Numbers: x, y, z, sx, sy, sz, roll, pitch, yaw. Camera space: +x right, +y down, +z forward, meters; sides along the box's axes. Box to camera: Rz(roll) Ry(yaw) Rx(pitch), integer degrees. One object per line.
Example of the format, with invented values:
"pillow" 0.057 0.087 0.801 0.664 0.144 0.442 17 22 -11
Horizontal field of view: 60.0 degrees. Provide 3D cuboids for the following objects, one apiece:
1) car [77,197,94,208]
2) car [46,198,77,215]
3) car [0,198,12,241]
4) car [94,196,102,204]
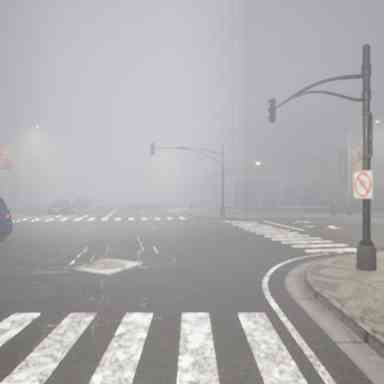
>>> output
"car" -15.242 1.430 46.134 1.882 1.535 5.008 0 0 -9
"car" -13.231 1.487 33.740 1.812 1.442 4.674 0 0 -10
"car" -10.442 1.198 14.939 5.566 2.045 2.150 0 -1 31
"car" -17.645 1.513 61.148 1.994 1.385 4.181 0 0 -8
